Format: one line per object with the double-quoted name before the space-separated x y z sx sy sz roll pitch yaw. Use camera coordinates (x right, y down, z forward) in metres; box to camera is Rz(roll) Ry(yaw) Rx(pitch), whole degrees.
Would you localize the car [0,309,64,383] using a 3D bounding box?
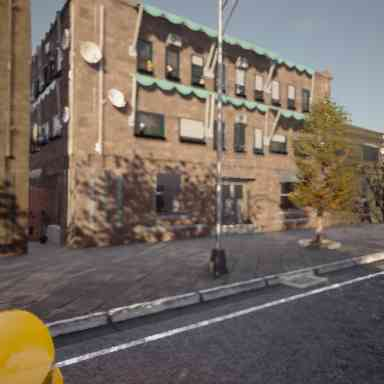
"car" -3.197 1.477 1.404 5.008 1.535 1.882 0 0 -35
